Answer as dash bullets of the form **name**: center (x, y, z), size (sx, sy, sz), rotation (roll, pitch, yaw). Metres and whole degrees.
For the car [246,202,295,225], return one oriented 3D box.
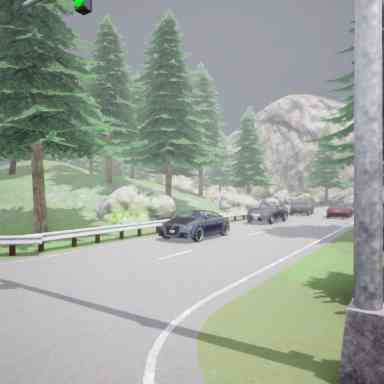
- **car**: center (5.702, 1.513, 24.875), size (2.128, 1.511, 4.902), rotation (0, 0, 34)

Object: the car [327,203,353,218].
- **car**: center (13.695, 1.651, 30.551), size (1.994, 1.385, 4.181), rotation (0, -1, 31)

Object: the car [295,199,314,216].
- **car**: center (11.127, 1.530, 33.533), size (1.837, 1.490, 4.892), rotation (0, 0, 26)

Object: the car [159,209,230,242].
- **car**: center (0.209, 1.581, 16.584), size (1.994, 1.385, 4.181), rotation (0, 0, 33)
